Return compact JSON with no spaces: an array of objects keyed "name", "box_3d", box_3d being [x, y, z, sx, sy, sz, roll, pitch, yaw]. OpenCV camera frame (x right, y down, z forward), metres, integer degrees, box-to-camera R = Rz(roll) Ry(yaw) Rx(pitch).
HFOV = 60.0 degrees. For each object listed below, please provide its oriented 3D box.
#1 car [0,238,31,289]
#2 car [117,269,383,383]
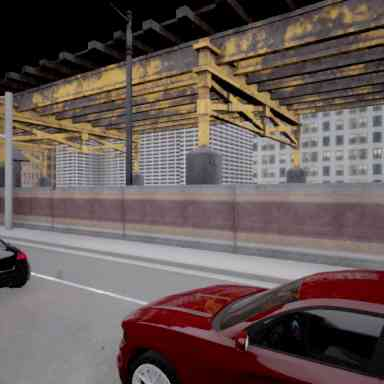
[{"name":"car","box_3d":[-5.765,1.564,8.027,4.181,1.385,1.994,0,0,36]},{"name":"car","box_3d":[1.480,1.478,2.934,5.008,1.535,1.882,0,0,35]}]
